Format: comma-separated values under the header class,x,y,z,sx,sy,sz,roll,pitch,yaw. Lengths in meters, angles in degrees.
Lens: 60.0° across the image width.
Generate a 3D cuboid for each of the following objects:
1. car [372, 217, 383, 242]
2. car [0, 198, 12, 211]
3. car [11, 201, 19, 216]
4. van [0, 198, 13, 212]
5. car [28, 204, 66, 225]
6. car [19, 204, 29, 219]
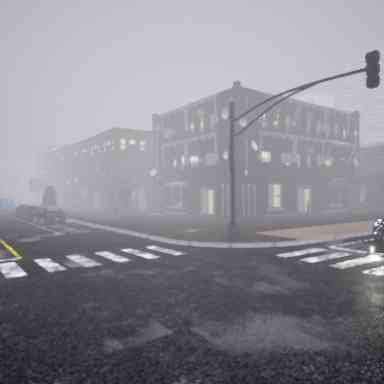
class,x,y,z,sx,sy,sz,roll,pitch,yaw
car,10.084,1.327,14.884,4.553,1.767,2.097,0,0,-35
car,-30.465,1.937,53.377,2.192,1.841,5.009,-2,0,-35
car,-17.636,1.963,35.328,1.802,1.307,4.206,-2,0,-35
van,-27.259,1.904,48.865,1.690,1.788,3.998,-2,0,-35
car,-11.226,1.807,26.304,2.008,1.369,4.403,-2,0,-35
car,-14.431,1.901,30.816,1.802,1.307,4.206,-2,0,-35
